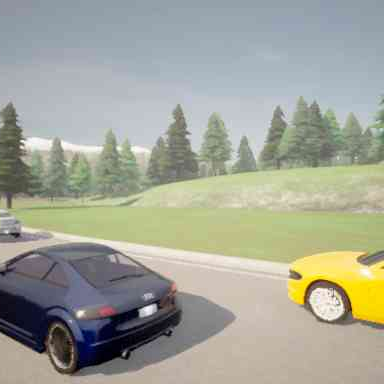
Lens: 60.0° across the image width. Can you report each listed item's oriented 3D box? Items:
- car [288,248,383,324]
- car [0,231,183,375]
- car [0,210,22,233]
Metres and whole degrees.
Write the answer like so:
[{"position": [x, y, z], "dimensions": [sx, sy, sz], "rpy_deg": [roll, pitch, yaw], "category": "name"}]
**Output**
[{"position": [4.125, 1.476, 5.452], "dimensions": [5.008, 1.535, 1.882], "rpy_deg": [0, 0, 36], "category": "car"}, {"position": [-2.193, 1.585, 5.702], "dimensions": [4.181, 1.385, 1.994], "rpy_deg": [0, 0, 37], "category": "car"}, {"position": [-10.289, 1.605, 16.910], "dimensions": [4.674, 1.442, 1.812], "rpy_deg": [0, 0, 42], "category": "car"}]
